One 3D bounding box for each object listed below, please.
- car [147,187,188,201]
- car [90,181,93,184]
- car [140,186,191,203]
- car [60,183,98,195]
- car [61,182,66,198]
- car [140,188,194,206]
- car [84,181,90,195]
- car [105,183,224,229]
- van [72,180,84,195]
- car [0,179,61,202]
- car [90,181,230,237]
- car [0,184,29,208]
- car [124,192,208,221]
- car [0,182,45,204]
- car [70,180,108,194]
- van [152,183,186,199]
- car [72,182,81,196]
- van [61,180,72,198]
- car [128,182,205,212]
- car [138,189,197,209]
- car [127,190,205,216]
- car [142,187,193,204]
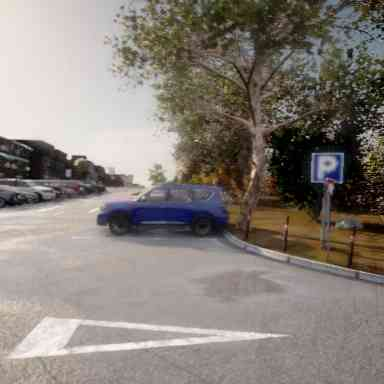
[{"bbox_3d":[-2.858,0.222,39.186,4.674,1.452,2.002,1,2,-4],"label":"car"},{"bbox_3d":[-16.432,-0.626,46.575,5.566,2.045,2.435,1,2,-4],"label":"car"},{"bbox_3d":[-2.849,0.261,36.395,5.366,1.575,1.946,1,2,-4],"label":"car"},{"bbox_3d":[-16.650,-0.456,49.379,4.892,1.521,2.231,1,2,-4],"label":"car"},{"bbox_3d":[-15.515,0.051,32.604,5.008,1.535,2.097,1,2,-4],"label":"car"},{"bbox_3d":[-2.311,0.468,30.851,4.792,1.488,2.163,1,2,-4],"label":"car"},{"bbox_3d":[-16.305,-0.419,43.782,4.553,1.767,2.185,1,2,-4],"label":"car"},{"bbox_3d":[-1.346,0.633,16.959,5.566,2.045,2.435,1,2,-4],"label":"car"},{"bbox_3d":[-16.196,-0.435,40.977,4.442,1.987,1.878,1,2,-4],"label":"van"},{"bbox_3d":[-15.281,-0.113,29.803,5.566,2.045,2.435,1,2,-4],"label":"car"},{"bbox_3d":[-1.162,0.723,14.305,5.566,2.045,2.435,1,2,-4],"label":"car"},{"bbox_3d":[-14.960,0.340,24.219,4.792,1.488,2.163,1,2,-4],"label":"car"},{"bbox_3d":[-1.527,0.828,19.870,4.674,1.452,2.002,1,2,-4],"label":"car"},{"bbox_3d":[-15.127,0.224,27.009,4.892,1.521,2.231,1,2,-4],"label":"car"},{"bbox_3d":[-16.998,-0.859,54.963,5.566,2.045,2.435,1,1,-4],"label":"car"},{"bbox_3d":[-3.113,-0.212,44.743,4.442,1.987,1.878,1,2,-4],"label":"van"},{"bbox_3d":[-15.900,-0.120,38.195,4.892,1.521,2.231,1,2,-4],"label":"car"},{"bbox_3d":[-15.580,-0.258,35.402,4.442,1.987,1.878,1,2,-4],"label":"van"},{"bbox_3d":[-1.919,0.360,25.291,5.566,2.045,2.435,1,2,-4],"label":"car"},{"bbox_3d":[-2.061,0.555,28.078,4.792,1.488,2.163,1,2,-4],"label":"car"},{"bbox_3d":[-1.711,0.701,22.521,5.008,1.535,2.097,1,2,-4],"label":"car"},{"bbox_3d":[-2.478,0.353,33.629,5.008,1.535,2.097,1,2,-4],"label":"car"}]
